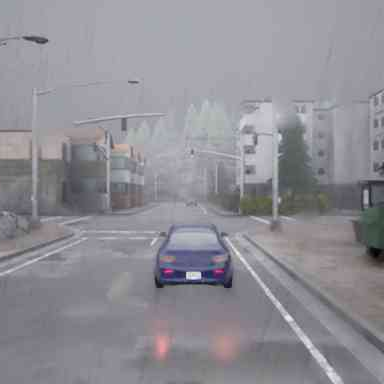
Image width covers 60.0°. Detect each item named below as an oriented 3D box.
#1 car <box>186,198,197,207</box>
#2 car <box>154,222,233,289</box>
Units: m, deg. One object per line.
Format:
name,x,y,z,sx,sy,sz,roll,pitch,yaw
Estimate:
car,-0.047,1.798,58.292,2.033,1.411,5.357,0,0,0
car,0.041,1.566,9.187,1.812,1.442,4.674,0,0,0
